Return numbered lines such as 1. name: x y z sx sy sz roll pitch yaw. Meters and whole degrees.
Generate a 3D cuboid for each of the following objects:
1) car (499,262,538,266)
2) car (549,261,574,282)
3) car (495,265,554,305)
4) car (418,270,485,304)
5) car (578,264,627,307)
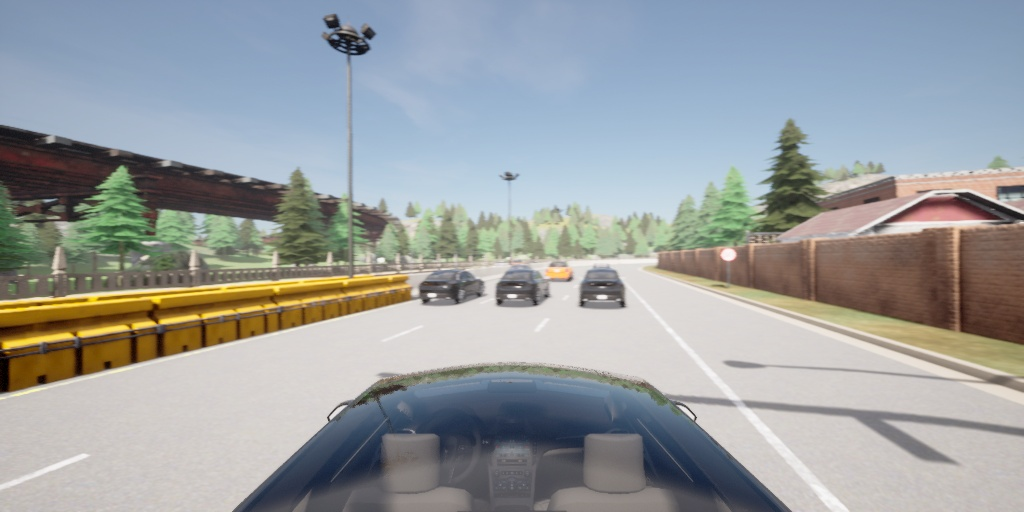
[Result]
1. car: 0.736 1.496 31.824 2.033 1.411 5.357 -1 0 14
2. car: 4.153 1.244 31.070 2.097 1.767 4.553 -1 -1 14
3. car: 0.590 1.353 16.731 1.837 1.490 4.892 -1 0 14
4. car: -2.803 1.408 17.585 1.837 1.490 4.892 -1 0 14
5. car: 3.986 1.298 15.886 1.837 1.490 4.892 -1 0 14
